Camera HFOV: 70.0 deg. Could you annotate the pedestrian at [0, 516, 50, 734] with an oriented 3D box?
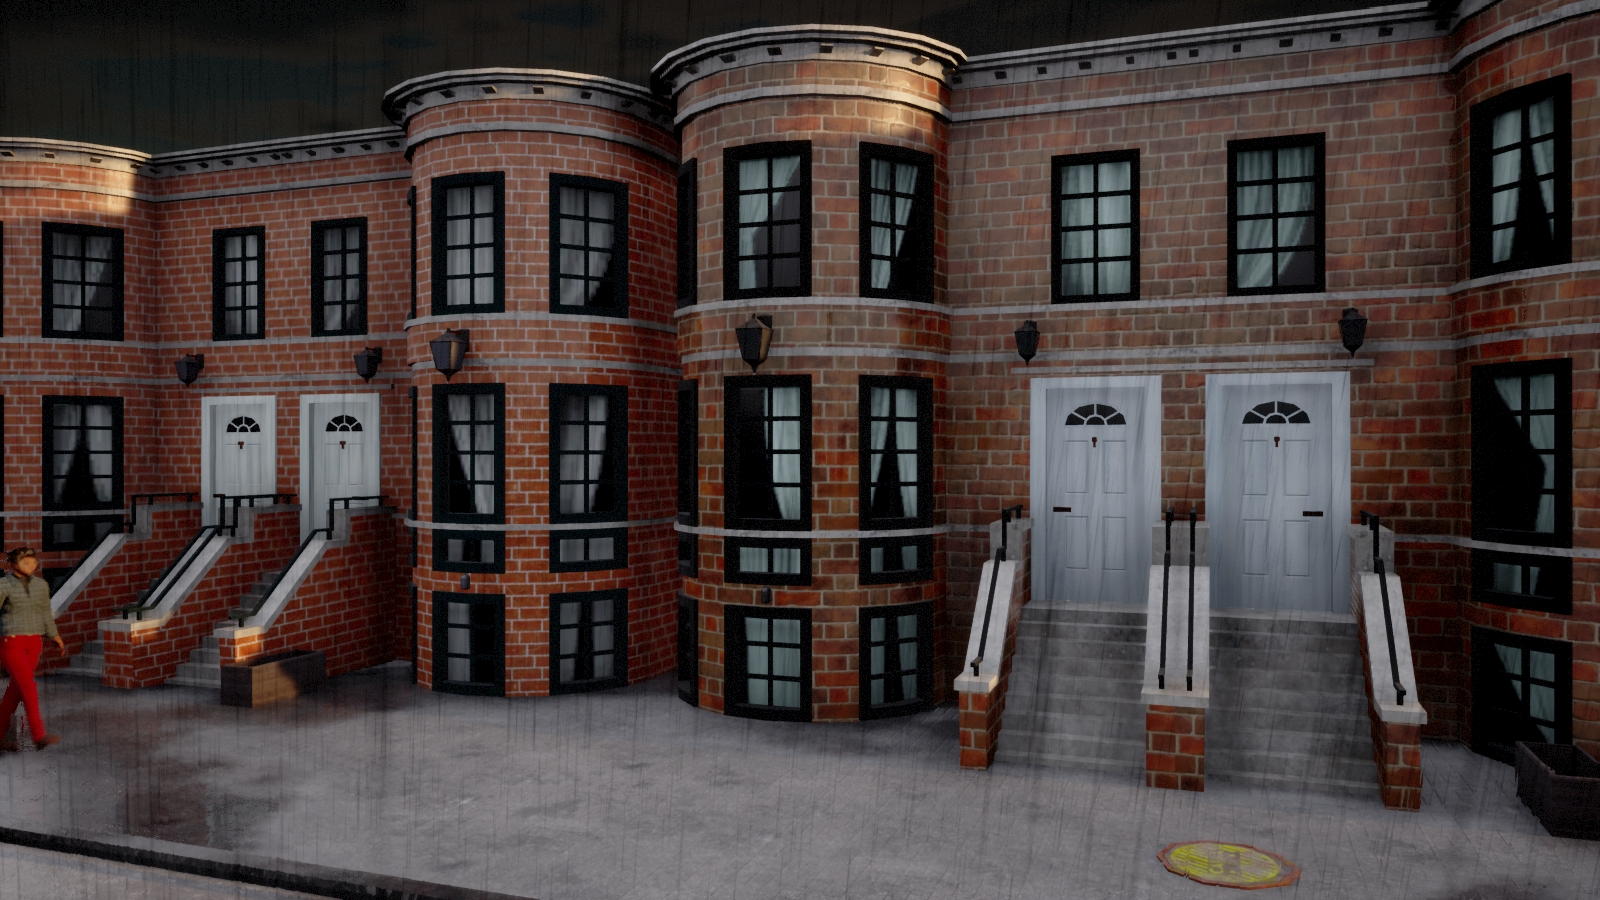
[{"bbox_3d":[-6.976,1.529,10.144,0.375,1.860,0.375,0,0,19],"label":"pedestrian"}]
